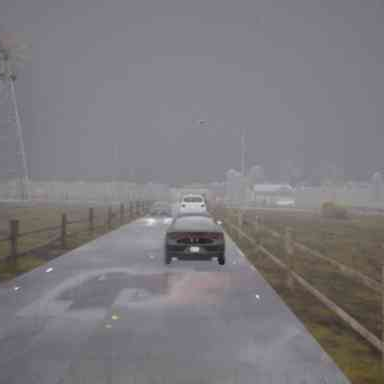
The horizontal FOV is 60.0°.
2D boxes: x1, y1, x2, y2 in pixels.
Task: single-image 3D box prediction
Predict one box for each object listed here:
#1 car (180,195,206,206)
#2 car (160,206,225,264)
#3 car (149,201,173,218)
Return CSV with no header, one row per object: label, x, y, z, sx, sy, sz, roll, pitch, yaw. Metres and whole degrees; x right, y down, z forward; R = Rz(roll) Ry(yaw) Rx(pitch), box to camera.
car,0.097,1.304,30.117,2.150,2.045,5.566,0,0,0
car,0.088,1.490,11.970,1.882,1.535,5.008,0,0,0
car,-2.845,1.594,31.107,1.837,1.490,4.892,0,0,0
